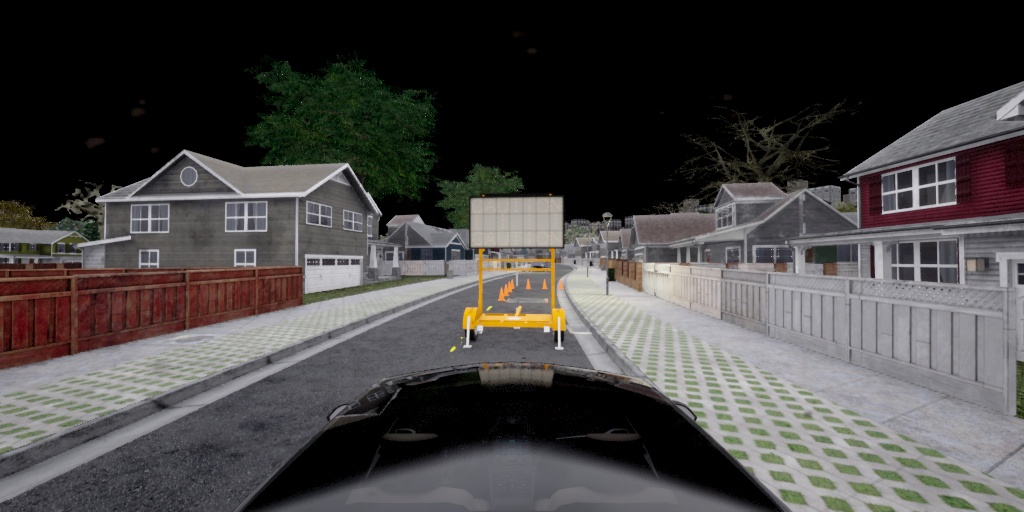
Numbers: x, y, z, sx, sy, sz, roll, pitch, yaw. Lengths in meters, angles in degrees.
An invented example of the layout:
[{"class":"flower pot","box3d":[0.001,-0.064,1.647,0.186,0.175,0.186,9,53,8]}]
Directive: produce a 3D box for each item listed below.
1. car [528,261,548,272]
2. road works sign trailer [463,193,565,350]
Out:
[{"class":"car","box3d":[3.463,1.185,47.241,2.097,1.767,4.553,0,0,13]},{"class":"road works sign trailer","box3d":[0.131,0.218,9.160,2.380,3.560,2.880,0,0,5]}]
